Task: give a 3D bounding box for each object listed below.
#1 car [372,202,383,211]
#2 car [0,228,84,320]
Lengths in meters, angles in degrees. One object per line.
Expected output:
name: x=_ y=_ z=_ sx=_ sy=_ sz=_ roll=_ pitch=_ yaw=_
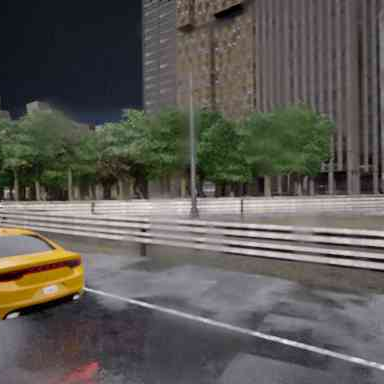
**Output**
car: x=17.818 y=0.895 z=28.219 sx=4.902 sy=1.511 sz=2.128 roll=-1 pitch=0 yaw=-5
car: x=-4.410 y=1.522 z=7.132 sx=5.008 sy=1.535 sz=1.882 roll=0 pitch=0 yaw=36
